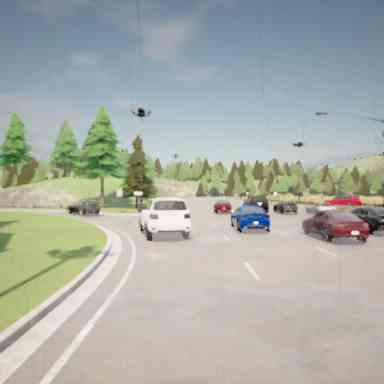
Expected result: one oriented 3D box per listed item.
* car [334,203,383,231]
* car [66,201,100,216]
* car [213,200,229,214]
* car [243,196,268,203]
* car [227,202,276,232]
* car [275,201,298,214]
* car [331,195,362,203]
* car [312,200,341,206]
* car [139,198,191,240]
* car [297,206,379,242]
[{"bbox_3d":[10.603,1.626,19.858,1.837,1.490,4.892,0,0,0],"label":"car"},{"bbox_3d":[-11.508,1.703,34.918,4.902,1.511,2.128,0,-1,44],"label":"car"},{"bbox_3d":[3.605,1.719,39.732,1.882,1.535,5.008,0,0,0],"label":"car"},{"bbox_3d":[7.105,1.448,37.346,2.150,2.045,5.566,0,0,0],"label":"car"},{"bbox_3d":[3.603,1.606,21.160,1.882,1.535,5.008,0,0,0],"label":"car"},{"bbox_3d":[10.606,1.723,38.061,2.128,1.511,4.902,0,0,0],"label":"car"},{"bbox_3d":[22.648,1.520,50.328,2.150,2.045,5.566,0,-1,-44],"label":"car"},{"bbox_3d":[14.107,1.823,36.628,1.895,1.301,4.718,0,0,0],"label":"car"},{"bbox_3d":[-1.598,1.332,18.115,2.150,2.045,5.566,0,0,-14],"label":"car"},{"bbox_3d":[7.102,1.628,16.776,1.812,1.442,4.674,0,0,0],"label":"car"}]
